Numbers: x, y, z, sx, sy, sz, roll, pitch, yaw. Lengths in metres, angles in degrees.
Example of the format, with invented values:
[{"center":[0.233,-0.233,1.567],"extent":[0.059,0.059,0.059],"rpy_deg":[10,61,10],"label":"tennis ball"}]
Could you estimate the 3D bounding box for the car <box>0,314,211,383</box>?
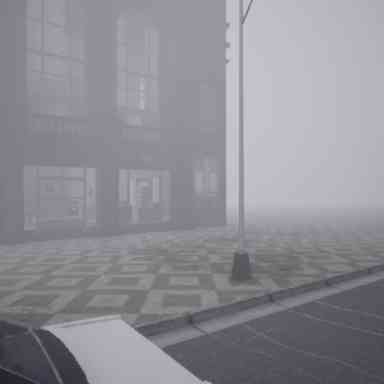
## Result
[{"center":[-2.226,1.601,1.795],"extent":[4.718,1.301,1.895],"rpy_deg":[0,0,-35],"label":"car"}]
